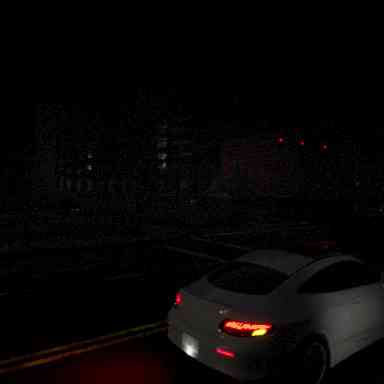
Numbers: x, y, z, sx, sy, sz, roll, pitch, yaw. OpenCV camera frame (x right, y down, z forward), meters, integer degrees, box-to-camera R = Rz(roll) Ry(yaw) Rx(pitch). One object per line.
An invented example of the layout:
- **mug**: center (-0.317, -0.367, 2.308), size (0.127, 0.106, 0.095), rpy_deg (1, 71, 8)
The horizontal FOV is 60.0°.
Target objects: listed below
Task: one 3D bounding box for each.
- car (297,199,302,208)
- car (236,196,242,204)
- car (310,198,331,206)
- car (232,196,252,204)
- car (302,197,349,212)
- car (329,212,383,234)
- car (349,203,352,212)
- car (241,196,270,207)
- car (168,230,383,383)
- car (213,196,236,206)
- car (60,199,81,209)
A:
- **car**: center (25.110, 1.873, 69.574), size (1.932, 1.855, 4.605), rpy_deg (1, 0, -35)
- **car**: center (9.698, 1.987, 77.033), size (1.784, 1.438, 3.905), rpy_deg (1, 0, -35)
- **car**: center (27.505, 2.118, 71.198), size (1.784, 1.438, 3.905), rpy_deg (1, 0, -35)
- **car**: center (11.857, 1.809, 78.631), size (1.932, 1.855, 4.605), rpy_deg (1, 0, -35)
- **car**: center (16.921, 1.606, 42.273), size (1.932, 1.855, 4.605), rpy_deg (1, 0, -35)
- **car**: center (7.993, 1.734, 12.823), size (2.033, 1.411, 5.357), rpy_deg (1, 0, -38)
- **car**: center (19.311, 1.643, 43.905), size (1.905, 1.878, 3.866), rpy_deg (1, 0, -35)
- **car**: center (11.390, 1.916, 59.706), size (1.970, 1.475, 3.806), rpy_deg (1, 0, -35)
- **car**: center (1.831, 1.578, 5.161), size (4.674, 1.442, 1.812), rpy_deg (1, -1, -37)
- **car**: center (7.338, 1.985, 75.356), size (1.970, 1.475, 3.806), rpy_deg (1, 0, -35)
- **car**: center (-17.903, 1.683, 48.722), size (2.033, 1.411, 5.357), rpy_deg (1, 0, -36)
